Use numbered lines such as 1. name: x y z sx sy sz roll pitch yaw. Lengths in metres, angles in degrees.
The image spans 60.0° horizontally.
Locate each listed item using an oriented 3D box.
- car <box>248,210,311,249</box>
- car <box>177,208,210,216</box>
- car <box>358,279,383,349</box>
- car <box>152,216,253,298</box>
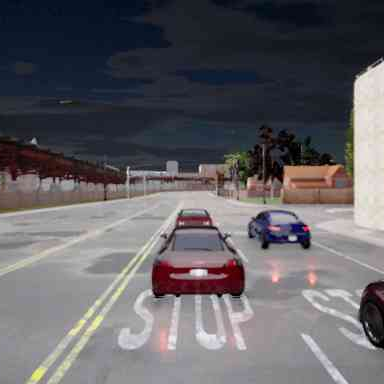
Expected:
1. car: 3.601 1.486 14.236 1.812 1.442 4.674 0 0 0
2. car: 0.102 1.550 18.404 1.895 1.301 4.718 0 0 0
3. car: 3.595 1.553 3.568 1.994 1.385 4.181 0 0 1
4. car: 0.106 1.540 8.524 1.994 1.385 4.181 0 0 -1
